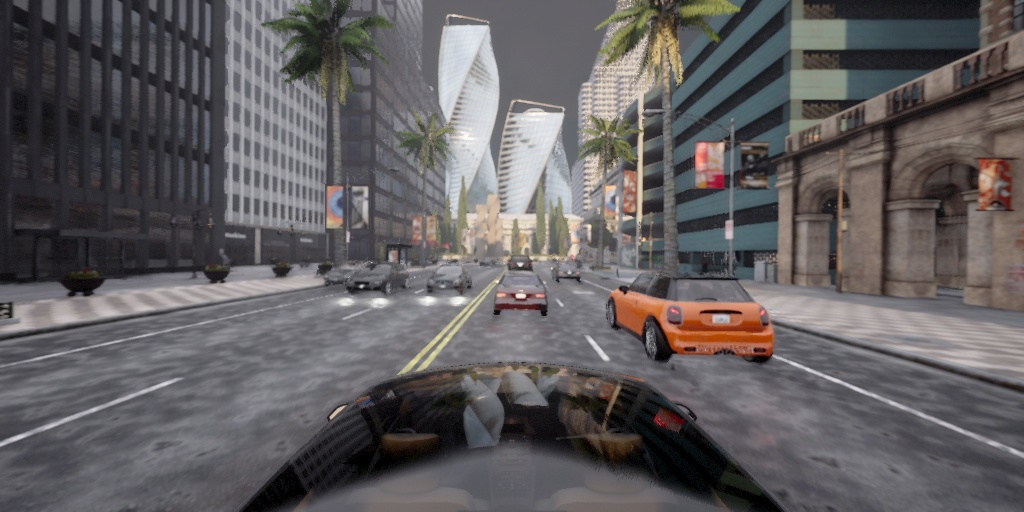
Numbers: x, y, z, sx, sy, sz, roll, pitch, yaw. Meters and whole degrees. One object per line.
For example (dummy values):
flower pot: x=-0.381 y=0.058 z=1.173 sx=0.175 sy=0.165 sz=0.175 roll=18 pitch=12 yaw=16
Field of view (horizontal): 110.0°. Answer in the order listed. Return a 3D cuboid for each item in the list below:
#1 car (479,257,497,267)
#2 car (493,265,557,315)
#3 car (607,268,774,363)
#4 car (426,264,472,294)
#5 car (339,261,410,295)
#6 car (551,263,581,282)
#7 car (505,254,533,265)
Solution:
car: x=-3.940 y=0.985 z=59.303 sx=1.837 sy=1.490 sz=4.892 roll=0 pitch=0 yaw=17
car: x=0.321 y=1.255 z=13.427 sx=2.033 sy=1.411 sz=5.357 roll=1 pitch=0 yaw=1
car: x=3.714 y=1.117 z=8.412 sx=2.097 sy=1.767 sz=4.553 roll=1 pitch=0 yaw=1
car: x=-3.246 y=1.170 z=19.370 sx=1.812 sy=1.442 sz=4.674 roll=1 pitch=0 yaw=1
car: x=-6.763 y=1.113 z=18.665 sx=1.837 sy=1.490 sz=4.892 roll=1 pitch=0 yaw=1
car: x=4.143 y=1.241 z=28.035 sx=2.033 sy=1.411 sz=5.357 roll=1 pitch=0 yaw=1
car: x=0.751 y=0.858 z=32.815 sx=2.150 sy=2.045 sz=5.566 roll=1 pitch=0 yaw=1
